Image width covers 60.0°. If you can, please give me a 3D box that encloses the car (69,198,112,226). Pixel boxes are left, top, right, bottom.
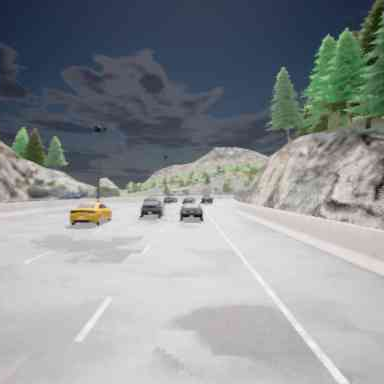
[{"bbox_3d":[-7.019,1.455,23.496,1.882,1.535,5.008,0,0,0],"label":"car"}]

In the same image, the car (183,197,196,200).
[{"bbox_3d":[-0.433,1.593,64.946,1.994,1.385,4.181,0,0,12],"label":"car"}]

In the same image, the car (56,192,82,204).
[{"bbox_3d":[-22.492,1.099,61.225,2.150,2.045,5.566,0,0,8],"label":"car"}]

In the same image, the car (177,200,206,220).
[{"bbox_3d":[-0.048,1.614,28.089,1.895,1.301,4.718,0,0,0],"label":"car"}]

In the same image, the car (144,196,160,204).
[{"bbox_3d":[-7.670,1.558,64.282,1.994,1.385,4.181,0,0,11],"label":"car"}]

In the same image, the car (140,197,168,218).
[{"bbox_3d":[-3.552,1.503,30.452,1.837,1.490,4.892,0,0,0],"label":"car"}]

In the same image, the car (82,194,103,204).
[{"bbox_3d":[-18.714,1.255,62.763,2.097,1.767,4.553,0,0,8],"label":"car"}]

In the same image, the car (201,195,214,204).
[{"bbox_3d":[3.114,1.400,64.884,2.097,1.767,4.553,0,0,12],"label":"car"}]

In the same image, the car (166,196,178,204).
[{"bbox_3d":[-4.057,1.503,64.732,2.128,1.511,4.902,0,0,11],"label":"car"}]
